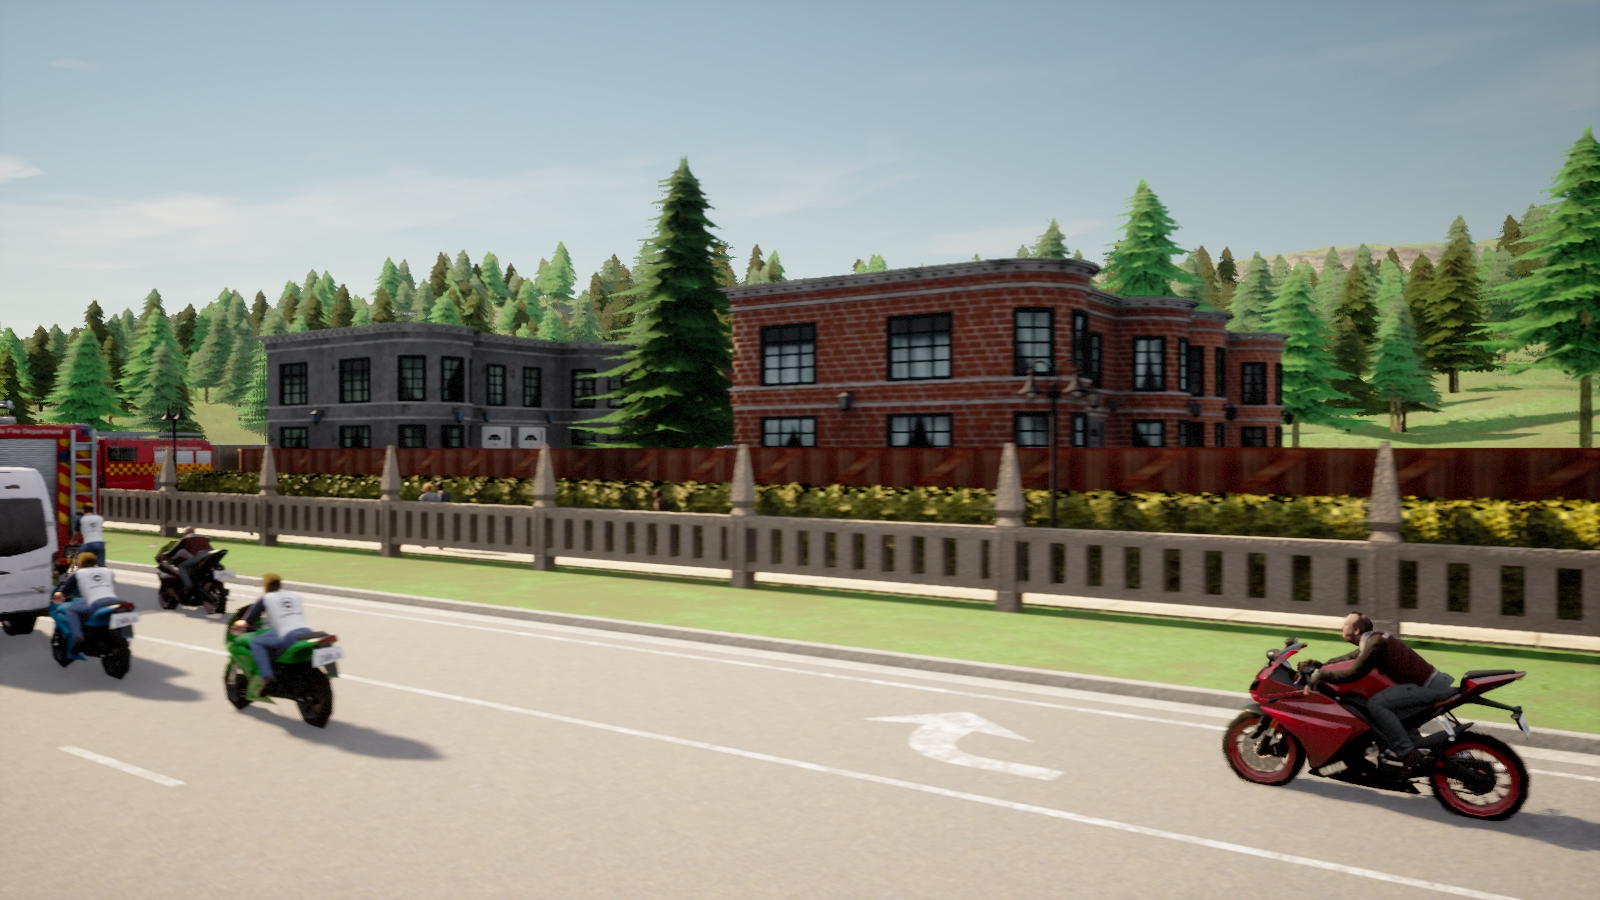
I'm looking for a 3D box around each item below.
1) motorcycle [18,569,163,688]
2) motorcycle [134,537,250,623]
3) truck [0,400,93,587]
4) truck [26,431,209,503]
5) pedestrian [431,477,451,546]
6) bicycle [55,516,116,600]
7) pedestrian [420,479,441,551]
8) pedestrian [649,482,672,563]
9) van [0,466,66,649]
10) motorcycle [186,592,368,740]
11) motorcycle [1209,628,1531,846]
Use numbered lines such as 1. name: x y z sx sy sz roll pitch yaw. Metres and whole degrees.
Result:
1. motorcycle: -8.888 2.186 14.280 2.033 1.199 0.803 0 0 35
2. motorcycle: -10.481 2.205 19.667 2.209 1.251 0.867 0 0 35
3. truck: -19.691 0.891 26.110 8.468 3.827 2.891 0 0 35
4. truck: -38.457 0.891 64.729 2.891 3.827 8.468 0 0 36
5. pedestrian: -9.940 1.697 31.648 0.375 1.860 0.375 0 0 33
6. bicycle: -13.725 2.056 21.939 1.643 1.496 0.373 0 0 35
7. pedestrian: -9.662 1.696 29.865 0.375 1.860 0.375 0 0 34
8. pedestrian: -3.255 1.696 26.733 0.375 1.860 0.375 0 0 36
9. van: -13.804 1.534 17.715 5.915 2.561 1.988 0 0 35
10. motorcycle: -5.458 2.186 11.877 2.033 1.199 0.803 0 0 35
11. motorcycle: 4.530 2.205 9.158 2.209 1.251 0.867 0 0 35
